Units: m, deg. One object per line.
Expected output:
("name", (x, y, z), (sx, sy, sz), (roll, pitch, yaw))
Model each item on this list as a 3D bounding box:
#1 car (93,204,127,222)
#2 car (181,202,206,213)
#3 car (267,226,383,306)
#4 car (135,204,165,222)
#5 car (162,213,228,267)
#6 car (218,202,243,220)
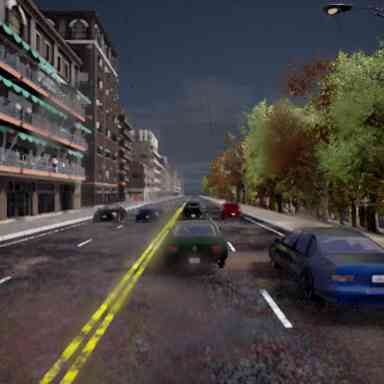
("car", (-6.569, 1.666, 26.939), (1.994, 1.385, 4.181), (0, 0, 0))
("car", (0.119, 1.612, 28.485), (1.837, 1.490, 4.892), (0, 0, 0))
("car", (3.325, 1.579, 8.351), (2.033, 1.411, 5.357), (0, 0, 0))
("car", (-3.319, 1.666, 26.922), (1.994, 1.385, 4.181), (0, 0, 0))
("car", (0.095, 1.645, 11.560), (1.895, 1.301, 4.718), (0, 0, 0))
("car", (3.370, 1.636, 29.282), (1.812, 1.442, 4.674), (0, 0, 0))
